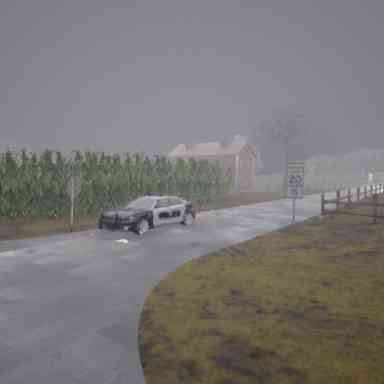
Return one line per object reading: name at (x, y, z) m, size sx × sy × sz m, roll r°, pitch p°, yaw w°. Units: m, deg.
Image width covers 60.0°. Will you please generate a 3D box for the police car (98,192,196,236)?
police car at (-1.833, 0.839, 14.963) m, size 1.930 × 1.638 × 5.238 m, roll 2°, pitch 4°, yaw 35°
